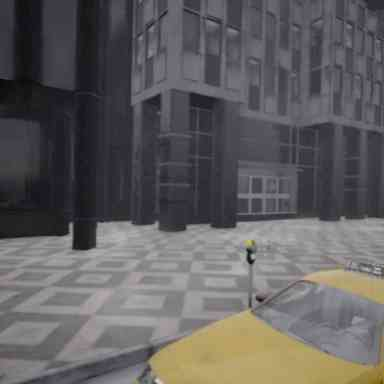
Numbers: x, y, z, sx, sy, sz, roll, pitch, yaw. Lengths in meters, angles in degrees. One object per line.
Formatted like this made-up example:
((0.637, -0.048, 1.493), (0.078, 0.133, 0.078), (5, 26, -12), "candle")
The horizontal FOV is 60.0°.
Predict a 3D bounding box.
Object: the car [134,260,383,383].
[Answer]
((1.766, 1.501, 3.667), (4.829, 1.417, 1.752), (0, 1, -33), "car")
